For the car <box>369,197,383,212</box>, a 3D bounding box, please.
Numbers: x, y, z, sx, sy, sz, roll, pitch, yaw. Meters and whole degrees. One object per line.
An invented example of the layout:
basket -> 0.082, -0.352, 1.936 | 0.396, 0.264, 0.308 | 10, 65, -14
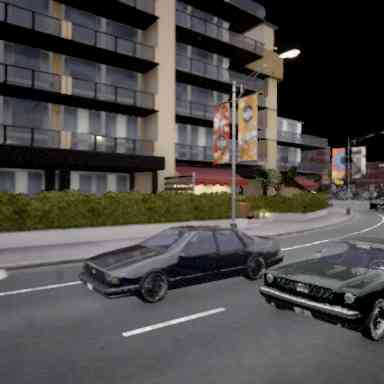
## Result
car -> 24.216, 1.734, 42.633 | 2.128, 1.511, 4.902 | 0, 0, 15

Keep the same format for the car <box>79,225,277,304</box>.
car -> 0.055, 1.574, 8.420 | 5.357, 1.411, 2.033 | 0, 0, -36

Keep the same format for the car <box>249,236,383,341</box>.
car -> 3.519, 1.637, 6.722 | 4.718, 1.301, 1.895 | 0, 0, -38
